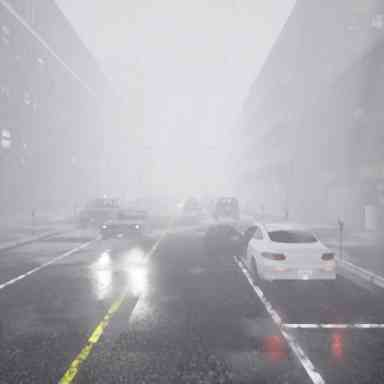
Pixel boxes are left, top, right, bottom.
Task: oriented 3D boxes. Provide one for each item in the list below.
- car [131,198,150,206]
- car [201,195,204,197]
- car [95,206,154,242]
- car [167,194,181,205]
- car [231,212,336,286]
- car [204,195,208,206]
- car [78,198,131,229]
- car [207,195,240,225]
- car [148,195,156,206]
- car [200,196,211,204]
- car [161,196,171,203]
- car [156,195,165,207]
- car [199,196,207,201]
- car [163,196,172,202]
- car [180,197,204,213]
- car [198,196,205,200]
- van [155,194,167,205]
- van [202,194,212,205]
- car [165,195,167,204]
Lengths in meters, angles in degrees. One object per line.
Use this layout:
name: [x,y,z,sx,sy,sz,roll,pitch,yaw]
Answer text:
car: [-5.686,1.547,32.966,2.008,1.369,4.403,0,0,0]
car: [2.692,1.598,55.724,1.802,1.307,4.206,0,0,0]
car: [-3.101,1.592,16.617,1.895,1.301,4.718,0,0,0]
car: [-3.069,1.529,60.956,1.837,1.490,4.892,0,0,0]
car: [2.352,1.519,9.224,1.812,1.442,4.674,0,0,0]
car: [2.694,1.440,38.654,1.967,1.590,4.097,0,0,0]
car: [-5.684,1.307,21.585,2.192,1.841,5.009,0,0,0]
car: [2.696,1.309,27.274,2.192,1.841,5.009,0,0,0]
car: [-5.686,1.440,38.656,1.967,1.590,4.097,0,0,0]
car: [2.691,1.579,67.104,1.887,1.381,4.507,0,0,0]
car: [-5.689,1.572,72.625,1.752,1.417,4.829,0,0,0]
car: [-5.686,1.324,50.035,2.192,1.841,5.009,0,0,0]
car: [2.690,1.656,84.174,1.802,1.307,4.206,0,0,0]
car: [-5.690,1.642,78.486,1.802,1.307,4.206,0,0,0]
car: [0.063,1.563,36.724,1.994,1.385,4.181,0,0,1]
car: [2.689,1.686,95.555,1.802,1.307,4.206,0,0,0]
van: [-5.687,1.365,61.414,1.690,1.788,3.998,0,0,0]
van: [2.693,1.365,61.413,1.690,1.788,3.998,0,0,0]
car: [-5.688,1.541,55.557,1.752,1.417,4.829,0,0,0]
